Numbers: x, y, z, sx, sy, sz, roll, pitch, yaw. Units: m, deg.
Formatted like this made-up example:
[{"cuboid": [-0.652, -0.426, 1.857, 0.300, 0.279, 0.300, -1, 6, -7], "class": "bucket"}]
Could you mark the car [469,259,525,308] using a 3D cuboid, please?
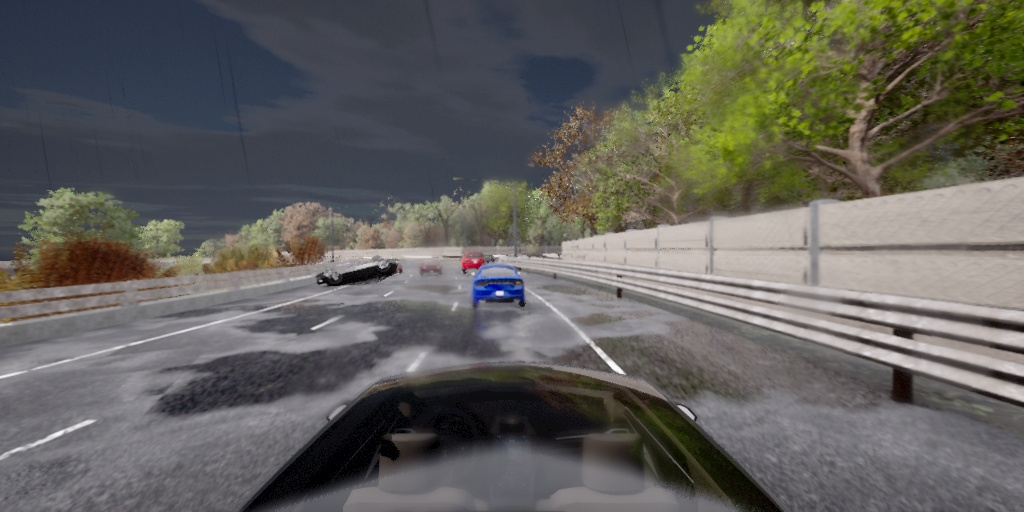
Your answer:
[{"cuboid": [-0.622, 1.071, 14.535, 1.882, 1.535, 5.008, -1, 1, -5], "class": "car"}]

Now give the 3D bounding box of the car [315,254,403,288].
[{"cuboid": [-9.724, 1.142, 22.908, 4.902, 1.511, 2.128, -16, 16, -29], "class": "car"}]

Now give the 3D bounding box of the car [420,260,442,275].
[{"cuboid": [-7.722, 1.047, 33.887, 1.895, 1.301, 4.718, -1, 1, -16], "class": "car"}]

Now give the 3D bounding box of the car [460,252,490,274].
[{"cuboid": [-3.827, 0.591, 35.269, 2.150, 2.045, 5.566, -1, 1, -10], "class": "car"}]

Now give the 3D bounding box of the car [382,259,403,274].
[{"cuboid": [-12.561, 1.033, 37.727, 1.994, 1.385, 4.181, -1, 1, -18], "class": "car"}]

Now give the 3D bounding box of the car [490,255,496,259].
[{"cuboid": [-3.973, 0.546, 58.421, 1.882, 1.535, 5.008, -1, 1, 15], "class": "car"}]
